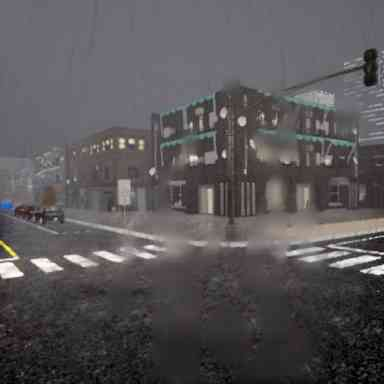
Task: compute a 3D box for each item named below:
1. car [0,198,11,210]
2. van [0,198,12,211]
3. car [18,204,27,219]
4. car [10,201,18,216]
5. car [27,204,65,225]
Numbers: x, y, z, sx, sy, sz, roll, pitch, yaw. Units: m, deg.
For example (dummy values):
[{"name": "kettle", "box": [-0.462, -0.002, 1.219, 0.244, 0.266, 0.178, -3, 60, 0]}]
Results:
[{"name": "car", "box": [-30.553, 1.908, 53.317, 2.192, 1.841, 5.009, -2, 0, -35]}, {"name": "van", "box": [-27.346, 1.876, 48.806, 1.690, 1.788, 3.998, -2, 0, -35]}, {"name": "car", "box": [-14.512, 1.875, 30.761, 1.802, 1.307, 4.206, -2, 0, -35]}, {"name": "car", "box": [-17.718, 1.937, 35.272, 1.802, 1.307, 4.206, -2, 0, -35]}, {"name": "car", "box": [-11.305, 1.782, 26.249, 2.008, 1.369, 4.403, -2, 0, -35]}]
